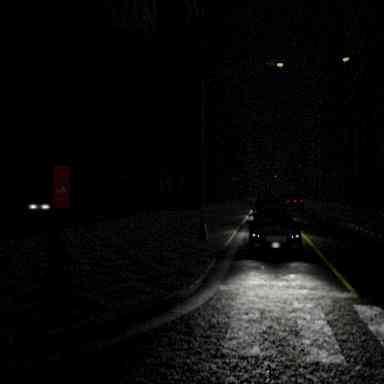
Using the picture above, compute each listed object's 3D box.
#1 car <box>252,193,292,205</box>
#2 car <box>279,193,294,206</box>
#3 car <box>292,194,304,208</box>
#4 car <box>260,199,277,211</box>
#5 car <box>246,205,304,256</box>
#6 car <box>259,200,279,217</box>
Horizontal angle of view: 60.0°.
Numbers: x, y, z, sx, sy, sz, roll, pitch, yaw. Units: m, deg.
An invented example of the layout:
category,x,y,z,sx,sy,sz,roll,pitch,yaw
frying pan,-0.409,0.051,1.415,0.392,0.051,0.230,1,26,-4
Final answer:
category,x,y,z,sx,sy,sz,roll,pitch,yaw
car,5.417,1.224,23.004,2.150,2.045,5.566,0,0,13
car,16.479,1.258,58.252,2.150,2.045,5.566,0,0,13
car,13.083,1.230,42.863,2.150,2.045,5.566,0,-1,13
car,9.779,1.583,42.515,1.994,1.385,4.181,0,0,13
car,3.290,1.492,13.381,2.128,1.511,4.902,0,0,12
car,7.577,1.534,32.733,1.812,1.442,4.674,0,0,12
